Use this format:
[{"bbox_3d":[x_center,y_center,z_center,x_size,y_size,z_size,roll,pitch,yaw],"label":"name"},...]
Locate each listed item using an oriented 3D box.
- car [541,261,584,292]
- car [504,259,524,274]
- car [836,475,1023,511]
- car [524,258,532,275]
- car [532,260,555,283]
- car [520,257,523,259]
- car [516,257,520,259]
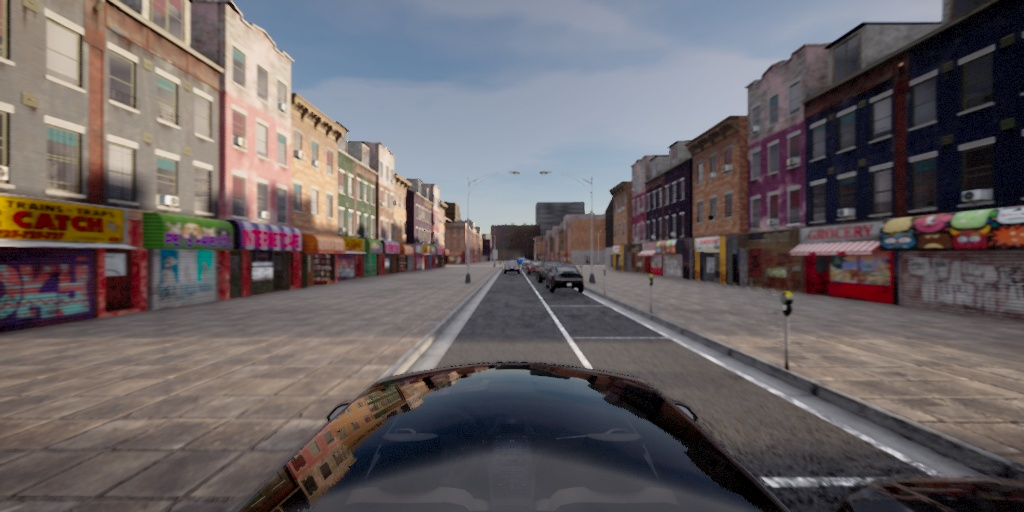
[{"bbox_3d":[3.015,1.269,21.271,1.837,1.490,4.892,0,0,0],"label":"car"},{"bbox_3d":[0.029,1.338,42.544,2.033,1.411,5.357,0,0,1],"label":"car"},{"bbox_3d":[2.638,1.316,0.139,1.948,1.339,4.313,0,0,0],"label":"car"},{"bbox_3d":[2.628,1.227,39.896,1.967,1.591,4.097,0,0,0],"label":"car"},{"bbox_3d":[2.981,1.125,28.241,2.097,1.767,4.553,0,0,0],"label":"car"},{"bbox_3d":[2.623,1.388,62.612,2.007,1.370,4.403,0,0,0],"label":"car"},{"bbox_3d":[0.022,1.354,58.920,1.812,1.442,4.674,0,-1,0],"label":"car"}]
